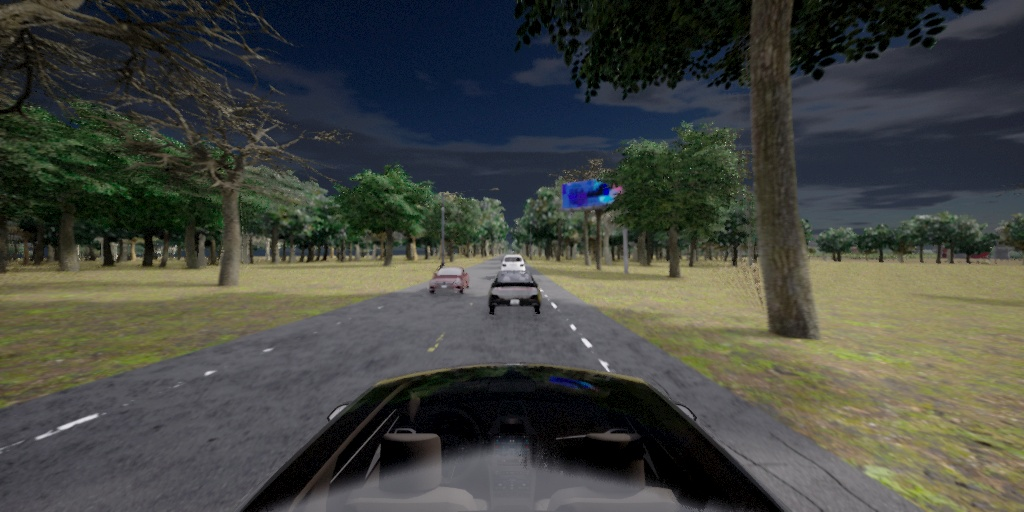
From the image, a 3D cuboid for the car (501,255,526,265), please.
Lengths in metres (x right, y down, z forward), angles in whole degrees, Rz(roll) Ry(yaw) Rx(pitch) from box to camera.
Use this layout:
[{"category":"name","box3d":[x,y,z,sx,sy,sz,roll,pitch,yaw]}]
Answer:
[{"category":"car","box3d":[0.099,0.947,34.136,2.150,2.045,5.566,0,0,0]}]

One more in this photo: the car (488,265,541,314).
[{"category":"car","box3d":[0.097,1.293,14.112,2.128,1.511,4.902,0,0,0]}]

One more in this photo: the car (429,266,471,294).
[{"category":"car","box3d":[-3.499,1.323,20.833,1.812,1.442,4.674,0,0,0]}]
